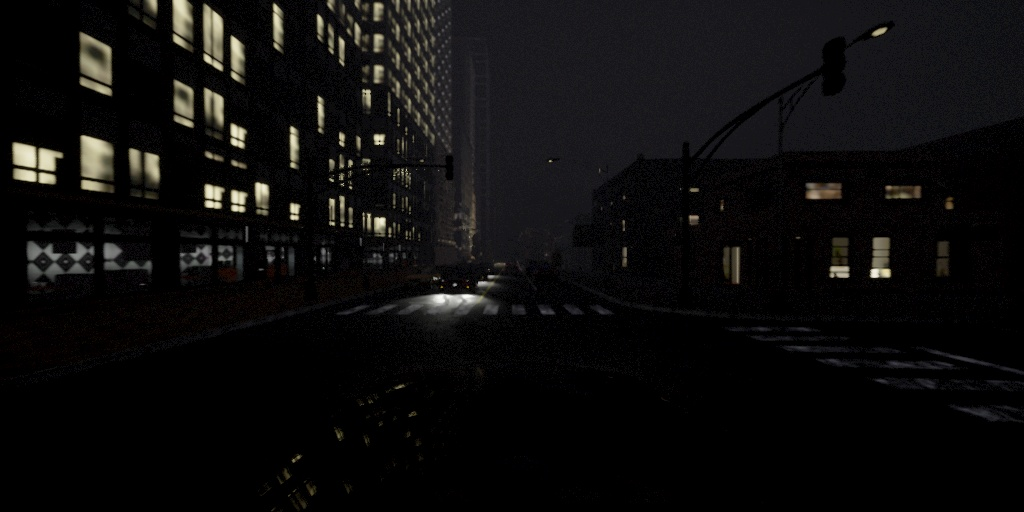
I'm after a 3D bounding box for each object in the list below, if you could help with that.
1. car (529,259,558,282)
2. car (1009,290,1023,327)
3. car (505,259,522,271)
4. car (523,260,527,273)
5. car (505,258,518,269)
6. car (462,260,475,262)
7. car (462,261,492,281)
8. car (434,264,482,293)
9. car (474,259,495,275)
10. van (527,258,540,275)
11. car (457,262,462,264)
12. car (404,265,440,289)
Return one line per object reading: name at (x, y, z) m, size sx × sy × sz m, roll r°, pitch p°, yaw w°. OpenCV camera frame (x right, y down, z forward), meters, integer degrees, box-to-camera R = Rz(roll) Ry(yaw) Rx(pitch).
car at (2.685, 1.282, 29.643) m, size 1.967 × 1.591 × 4.097 m, roll 0°, pitch 0°, yaw 0°
car at (16.517, 1.198, 9.363) m, size 5.009 × 1.841 × 2.192 m, roll 0°, pitch 0°, yaw 1°
car at (-0.008, 1.481, 52.142) m, size 1.994 × 1.385 × 4.181 m, roll 0°, pitch 0°, yaw 0°
car at (2.683, 1.195, 40.932) m, size 2.192 × 1.841 × 5.009 m, roll 0°, pitch 0°, yaw 0°
car at (-0.009, 1.298, 60.541) m, size 2.097 × 1.767 × 4.553 m, roll 0°, pitch 0°, yaw 0°
car at (-5.664, 1.445, 40.985) m, size 1.948 × 1.339 × 4.313 m, roll 0°, pitch 0°, yaw 0°
car at (-3.103, 1.412, 31.318) m, size 1.994 × 1.385 × 4.181 m, roll 0°, pitch 0°, yaw 0°
car at (-3.105, 1.379, 21.465) m, size 1.994 × 1.385 × 4.181 m, roll 0°, pitch 0°, yaw 0°
car at (-3.097, 1.386, 41.690) m, size 1.837 × 1.490 × 4.892 m, roll 0°, pitch 0°, yaw 0°
van at (2.684, 1.202, 35.288) m, size 1.690 × 1.789 × 3.998 m, roll 0°, pitch 0°, yaw 0°
car at (-5.663, 1.408, 29.696) m, size 1.948 × 1.339 × 4.313 m, roll 0°, pitch 0°, yaw 0°
car at (-5.832, 1.349, 23.883) m, size 1.751 × 1.417 × 4.829 m, roll 0°, pitch 0°, yaw 0°
